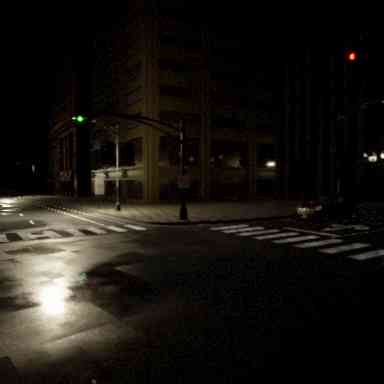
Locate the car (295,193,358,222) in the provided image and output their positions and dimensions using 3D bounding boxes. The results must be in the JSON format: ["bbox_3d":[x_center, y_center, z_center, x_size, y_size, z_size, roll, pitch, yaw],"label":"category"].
[{"bbox_3d":[8.174,0.857,20.250,4.097,1.590,1.967,-1,2,-32],"label":"car"}]
